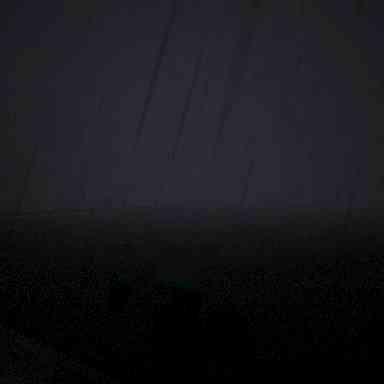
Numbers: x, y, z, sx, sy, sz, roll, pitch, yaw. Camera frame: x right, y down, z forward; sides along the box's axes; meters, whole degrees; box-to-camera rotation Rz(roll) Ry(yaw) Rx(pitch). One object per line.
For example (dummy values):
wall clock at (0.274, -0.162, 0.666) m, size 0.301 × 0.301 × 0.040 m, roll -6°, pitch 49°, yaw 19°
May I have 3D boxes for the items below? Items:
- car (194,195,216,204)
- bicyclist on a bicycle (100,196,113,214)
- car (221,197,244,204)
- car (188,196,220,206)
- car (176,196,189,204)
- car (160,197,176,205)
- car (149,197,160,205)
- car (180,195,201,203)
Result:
car at (2.668, 1.477, 66.914) m, size 1.882 × 1.535 × 5.008 m, roll 0°, pitch 0°, yaw 35°
bicyclist on a bicycle at (-8.062, 1.156, 31.742) m, size 1.656 × 1.620 × 0.582 m, roll 33°, pitch 17°, yaw 27°
car at (7.952, 1.601, 62.253) m, size 1.895 × 1.301 × 4.718 m, roll 0°, pitch 0°, yaw 35°
car at (1.990, 1.478, 53.634) m, size 1.882 × 1.535 × 5.008 m, roll 0°, pitch 0°, yaw 35°
car at (-0.152, 1.564, 56.662) m, size 1.994 × 1.385 × 4.181 m, roll 0°, pitch 0°, yaw 35°
car at (-3.025, 1.564, 58.659) m, size 1.994 × 1.385 × 4.181 m, roll 0°, pitch 0°, yaw 35°
car at (-5.855, 1.564, 60.712) m, size 1.994 × 1.385 × 4.181 m, roll 0°, pitch 0°, yaw 35°
car at (-0.202, 1.477, 68.917) m, size 1.882 × 1.535 × 5.008 m, roll 0°, pitch 0°, yaw 35°
